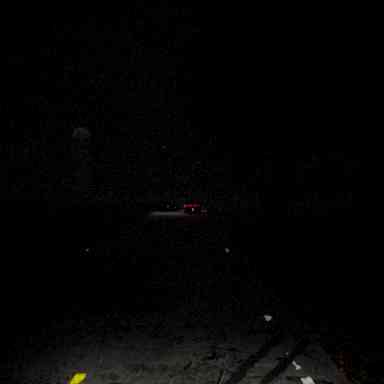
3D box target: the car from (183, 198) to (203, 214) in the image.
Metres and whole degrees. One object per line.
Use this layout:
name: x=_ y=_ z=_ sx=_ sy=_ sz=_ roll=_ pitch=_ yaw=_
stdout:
car: x=0.120 y=1.617 z=37.605 sx=1.837 sy=1.490 sz=4.892 roll=0 pitch=0 yaw=1

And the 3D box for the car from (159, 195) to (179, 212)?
car: x=-2.827 y=1.351 z=41.618 sx=2.150 sy=2.045 sz=5.566 roll=0 pitch=0 yaw=0

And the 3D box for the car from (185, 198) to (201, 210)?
car: x=0.109 y=1.648 z=47.806 sx=2.128 sy=1.511 sz=4.902 roll=0 pitch=0 yaw=0
